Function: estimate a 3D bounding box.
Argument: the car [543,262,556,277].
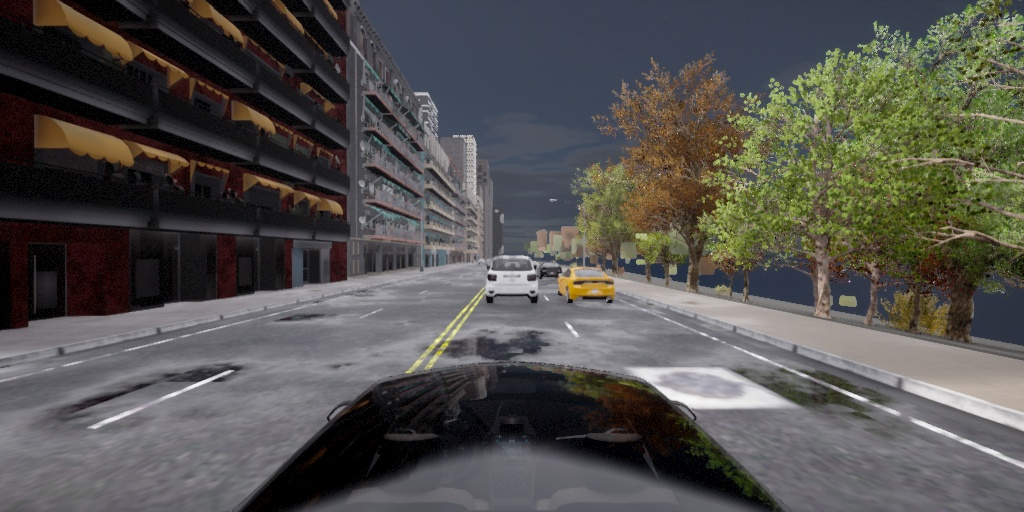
[{"bbox_3d":[3.249,1.237,31.501,1.882,1.535,5.008,0,0,0],"label":"car"}]

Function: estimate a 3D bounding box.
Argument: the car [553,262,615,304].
[{"bbox_3d":[3.250,1.234,16.501,1.882,1.535,5.008,0,0,0],"label":"car"}]

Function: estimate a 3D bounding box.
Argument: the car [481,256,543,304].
[{"bbox_3d":[0.000,1.007,16.531,2.150,2.045,5.566,0,0,0],"label":"car"}]
